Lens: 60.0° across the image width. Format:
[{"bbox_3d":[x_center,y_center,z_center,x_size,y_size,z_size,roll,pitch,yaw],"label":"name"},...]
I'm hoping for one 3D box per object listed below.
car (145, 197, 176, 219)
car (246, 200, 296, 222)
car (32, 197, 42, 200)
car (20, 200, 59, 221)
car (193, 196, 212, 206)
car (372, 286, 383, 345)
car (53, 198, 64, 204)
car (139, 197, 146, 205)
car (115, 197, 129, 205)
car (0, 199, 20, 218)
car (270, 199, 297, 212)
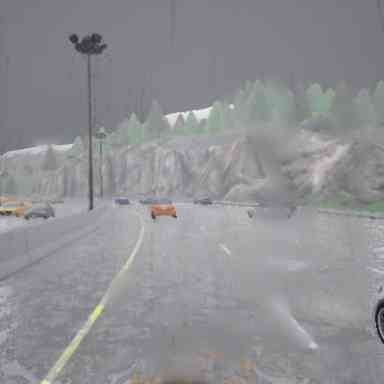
[{"bbox_3d":[-2.790,1.402,30.253,2.097,1.767,4.553,-1,0,-12],"label":"car"},{"bbox_3d":[5.720,1.513,25.397,1.895,1.301,4.718,-1,0,-10],"label":"car"},{"bbox_3d":[-33.350,1.803,71.474,1.837,1.490,4.892,-1,0,-30],"label":"car"},{"bbox_3d":[-13.699,1.750,30.155,1.812,1.442,4.674,-1,0,-12],"label":"car"},{"bbox_3d":[1.633,1.488,54.506,1.837,1.490,4.892,1,0,-20],"label":"car"},{"bbox_3d":[3.644,1.468,3.046,1.812,1.442,4.674,-1,0,-2],"label":"car"},{"bbox_3d":[-27.954,1.892,69.069,1.994,1.385,4.181,-1,0,-28],"label":"car"},{"bbox_3d":[-8.455,1.637,61.295,2.128,1.511,4.902,-1,0,-24],"label":"car"},{"bbox_3d":[-13.519,1.705,63.891,1.882,1.535,5.008,0,0,-25],"label":"car"},{"bbox_3d":[-18.100,1.773,33.737,1.882,1.535,5.008,-1,0,-14],"label":"car"},{"bbox_3d":[7.876,1.370,30.914,2.128,1.511,4.902,-1,0,-11],"label":"car"}]
